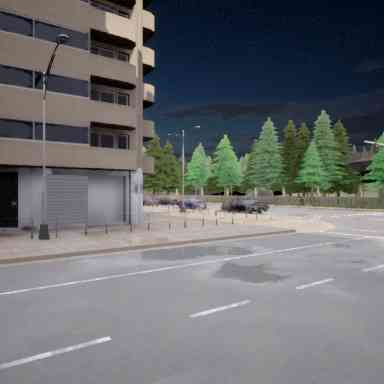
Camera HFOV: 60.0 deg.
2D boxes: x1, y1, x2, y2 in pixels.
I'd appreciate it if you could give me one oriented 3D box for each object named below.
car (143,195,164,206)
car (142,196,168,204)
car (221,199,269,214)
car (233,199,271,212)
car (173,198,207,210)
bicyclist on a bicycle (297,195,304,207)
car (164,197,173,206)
[{"bbox_3d":[-7.080,1.300,51.214,4.553,1.767,2.097,-1,0,41],"label":"car"},{"bbox_3d":[-7.160,1.545,64.420,4.718,1.301,1.895,0,0,31],"label":"car"},{"bbox_3d":[5.363,1.492,35.010,2.033,1.411,5.357,0,0,-37],"label":"car"},{"bbox_3d":[6.971,1.508,38.826,1.994,1.385,4.181,0,0,-35],"label":"car"},{"bbox_3d":[-0.054,1.470,42.740,1.812,1.442,4.674,0,0,-36],"label":"car"},{"bbox_3d":[15.132,1.245,46.411,1.656,1.620,0.582,0,0,-35],"label":"bicyclist on a bicycle"},{"bbox_3d":[-3.699,1.492,52.914,5.357,1.411,2.033,0,0,44],"label":"car"}]
